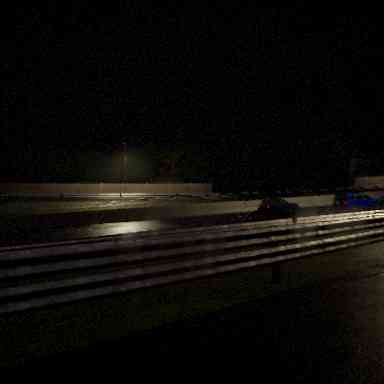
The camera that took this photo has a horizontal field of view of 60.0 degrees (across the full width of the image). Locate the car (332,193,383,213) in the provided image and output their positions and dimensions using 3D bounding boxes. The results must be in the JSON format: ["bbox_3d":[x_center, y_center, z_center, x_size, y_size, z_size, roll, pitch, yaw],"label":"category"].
[{"bbox_3d":[17.401,1.070,35.169,5.566,2.045,2.150,-3,2,-23],"label":"car"}]

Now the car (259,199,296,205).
[{"bbox_3d":[9.323,1.486,35.487,4.553,1.767,2.097,-3,2,-24],"label":"car"}]

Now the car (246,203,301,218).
[{"bbox_3d":[6.345,1.956,26.549,4.181,1.385,1.994,-3,2,-24],"label":"car"}]
